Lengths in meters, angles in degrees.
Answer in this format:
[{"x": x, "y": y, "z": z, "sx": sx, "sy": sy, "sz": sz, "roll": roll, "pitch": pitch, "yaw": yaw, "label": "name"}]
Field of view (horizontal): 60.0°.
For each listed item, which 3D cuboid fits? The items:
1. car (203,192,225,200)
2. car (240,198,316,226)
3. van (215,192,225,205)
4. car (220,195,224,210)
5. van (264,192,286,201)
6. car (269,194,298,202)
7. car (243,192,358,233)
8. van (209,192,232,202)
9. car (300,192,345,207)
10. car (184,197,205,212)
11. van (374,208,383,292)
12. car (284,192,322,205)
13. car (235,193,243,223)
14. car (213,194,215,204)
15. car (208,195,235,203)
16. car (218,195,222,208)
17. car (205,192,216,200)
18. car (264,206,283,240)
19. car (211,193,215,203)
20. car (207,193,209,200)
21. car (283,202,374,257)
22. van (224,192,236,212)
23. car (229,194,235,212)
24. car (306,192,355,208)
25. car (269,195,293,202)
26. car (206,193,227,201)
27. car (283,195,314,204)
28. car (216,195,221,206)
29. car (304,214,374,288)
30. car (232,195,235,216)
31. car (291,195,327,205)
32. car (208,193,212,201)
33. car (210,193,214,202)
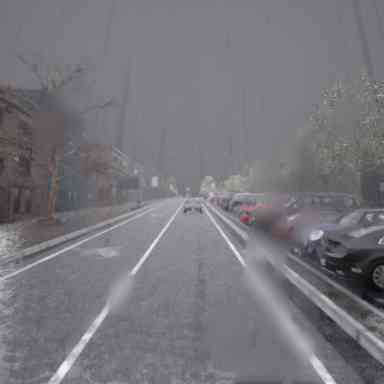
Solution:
[{"x": 5.649, "y": 1.066, "z": 86.792, "sx": 5.566, "sy": 2.045, "sz": 2.435, "roll": 0, "pitch": 0, "yaw": 0, "label": "car"}, {"x": 5.639, "y": 1.294, "z": 22.320, "sx": 4.553, "sy": 1.767, "sz": 2.185, "roll": 0, "pitch": 0, "yaw": 0, "label": "car"}, {"x": 5.532, "y": 1.122, "z": 41.943, "sx": 4.442, "sy": 1.987, "sz": 1.878, "roll": 0, "pitch": 0, "yaw": 0, "label": "van"}, {"x": 5.652, "y": 1.378, "z": 33.534, "sx": 5.008, "sy": 1.535, "sz": 2.097, "roll": 0, "pitch": 0, "yaw": 0, "label": "car"}, {"x": 18.812, "y": 1.070, "z": 75.640, "sx": 4.442, "sy": 1.987, "sz": 1.878, "roll": 0, "pitch": 0, "yaw": 0, "label": "van"}, {"x": 18.515, "y": 1.297, "z": 67.283, "sx": 5.366, "sy": 1.575, "sz": 1.946, "roll": 0, "pitch": 0, "yaw": 0, "label": "car"}, {"x": 5.647, "y": 1.189, "z": 16.713, "sx": 5.566, "sy": 2.045, "sz": 2.435, "roll": 0, "pitch": 0, "yaw": 0, "label": "car"}, {"x": 5.737, "y": 1.073, "z": 67.170, "sx": 4.442, "sy": 1.987, "sz": 1.878, "roll": 0, "pitch": 0, "yaw": 0, "label": "van"}, {"x": 18.692, "y": 1.076, "z": 47.787, "sx": 5.566, "sy": 2.045, "sz": 2.435, "roll": 0, "pitch": 0, "yaw": 0, "label": "car"}, {"x": 0.110, "y": 1.495, "z": 36.357, "sx": 1.895, "sy": 1.301, "sz": 4.718, "roll": 0, "pitch": 0, "yaw": 0, "label": "car"}, {"x": 5.805, "y": 1.256, "z": 5.500, "sx": 4.442, "sy": 1.987, "sz": 1.878, "roll": 0, "pitch": 0, "yaw": 0, "label": "van"}, {"x": 18.684, "y": 1.056, "z": 56.143, "sx": 5.566, "sy": 2.045, "sz": 2.435, "roll": 0, "pitch": 0, "yaw": 0, "label": "car"}, {"x": 5.644, "y": 1.179, "z": 19.517, "sx": 5.566, "sy": 2.045, "sz": 2.435, "roll": 0, "pitch": 0, "yaw": 0, "label": "car"}, {"x": 5.674, "y": 1.367, "z": 44.747, "sx": 4.792, "sy": 1.488, "sz": 2.163, "roll": 0, "pitch": 0, "yaw": 0, "label": "car"}, {"x": 5.618, "y": 1.300, "z": 64.367, "sx": 5.008, "sy": 1.535, "sz": 2.097, "roll": 0, "pitch": 0, "yaw": 0, "label": "car"}, {"x": 5.625, "y": 1.398, "z": 36.337, "sx": 4.792, "sy": 1.488, "sz": 2.163, "roll": 0, "pitch": 0, "yaw": 0, "label": "car"}, {"x": 5.655, "y": 1.050, "z": 61.563, "sx": 5.566, "sy": 2.045, "sz": 2.435, "roll": 0, "pitch": 0, "yaw": 0, "label": "car"}, {"x": 5.676, "y": 1.491, "z": 13.911, "sx": 4.674, "sy": 1.452, "sz": 2.002, "roll": 0, "pitch": 0, "yaw": 0, "label": "car"}, {"x": 5.828, "y": 1.324, "z": 47.550, "sx": 5.366, "sy": 1.575, "sz": 1.946, "roll": 0, "pitch": 0, "yaw": 0, "label": "car"}, {"x": 5.625, "y": 1.304, "z": 58.756, "sx": 4.892, "sy": 1.521, "sz": 2.231, "roll": 0, "pitch": 0, "yaw": 0, "label": "car"}, {"x": 5.713, "y": 1.335, "z": 11.107, "sx": 4.553, "sy": 1.767, "sz": 2.185, "roll": 0, "pitch": 0, "yaw": 0, "label": "car"}, {"x": 5.544, "y": 1.163, "z": 30.730, "sx": 4.442, "sy": 1.987, "sz": 1.878, "roll": 0, "pitch": 0, "yaw": 0, "label": "van"}, {"x": 5.695, "y": 1.273, "z": 27.927, "sx": 4.553, "sy": 1.767, "sz": 2.185, "roll": 0, "pitch": 0, "yaw": 0, "label": "car"}, {"x": 18.696, "y": 1.086, "z": 45.126, "sx": 5.566, "sy": 2.045, "sz": 2.435, "roll": 0, "pitch": 0, "yaw": 0, "label": "car"}, {"x": 18.696, "y": 1.339, "z": 70.068, "sx": 4.674, "sy": 1.452, "sz": 2.002, "roll": 0, "pitch": 0, "yaw": 0, "label": "car"}, {"x": 5.585, "y": 1.169, "z": 75.581, "sx": 4.553, "sy": 1.767, "sz": 2.185, "roll": 0, "pitch": 0, "yaw": 0, "label": "car"}, {"x": 18.738, "y": 1.334, "z": 58.926, "sx": 4.792, "sy": 1.488, "sz": 2.163, "roll": 0, "pitch": 0, "yaw": 0, "label": "car"}, {"x": 5.622, "y": 1.387, "z": 39.140, "sx": 4.792, "sy": 1.488, "sz": 2.163, "roll": 0, "pitch": 0, "yaw": 0, "label": "car"}, {"x": 5.679, "y": 1.472, "z": 8.305, "sx": 4.892, "sy": 1.521, "sz": 2.231, "roll": 0, "pitch": 0, "yaw": 0, "label": "car"}, {"x": 5.635, "y": 1.284, "z": 25.124, "sx": 4.553, "sy": 1.767, "sz": 2.185, "roll": 0, "pitch": 0, "yaw": 0, "label": "car"}, {"x": 18.710, "y": 1.313, "z": 53.357, "sx": 5.008, "sy": 1.535, "sz": 2.097, "roll": 0, "pitch": 0, "yaw": 0, "label": "car"}, {"x": 5.604, "y": 1.336, "z": 55.958, "sx": 4.792, "sy": 1.488, "sz": 2.163, "roll": 0, "pitch": 0, "yaw": 0, "label": "car"}, {"x": 5.634, "y": 1.318, "z": 50.350, "sx": 5.008, "sy": 1.535, "sz": 2.097, "roll": 0, "pitch": 0, "yaw": 0, "label": "car"}]
